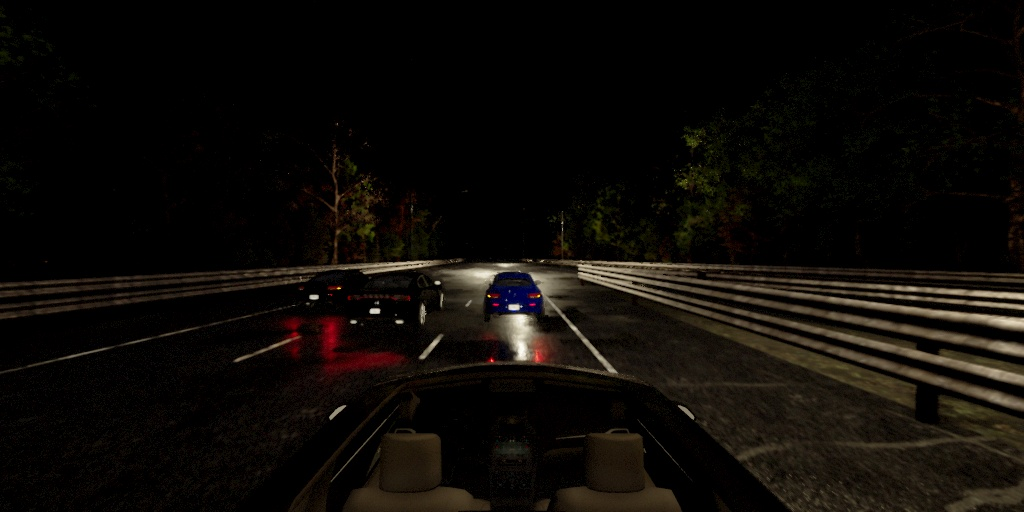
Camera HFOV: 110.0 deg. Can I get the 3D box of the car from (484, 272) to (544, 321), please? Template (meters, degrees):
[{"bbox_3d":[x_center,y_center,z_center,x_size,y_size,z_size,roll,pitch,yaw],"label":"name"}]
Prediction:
[{"bbox_3d":[0.042,1.278,12.385,1.812,1.442,4.674,0,0,0],"label":"car"}]

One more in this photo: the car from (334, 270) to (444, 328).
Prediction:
[{"bbox_3d":[-3.452,1.231,11.456,1.882,1.535,5.008,0,0,0],"label":"car"}]

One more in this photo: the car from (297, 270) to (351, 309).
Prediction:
[{"bbox_3d":[-6.981,1.283,14.912,1.812,1.442,4.674,0,0,-1],"label":"car"}]
